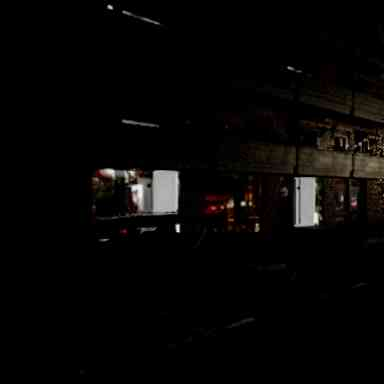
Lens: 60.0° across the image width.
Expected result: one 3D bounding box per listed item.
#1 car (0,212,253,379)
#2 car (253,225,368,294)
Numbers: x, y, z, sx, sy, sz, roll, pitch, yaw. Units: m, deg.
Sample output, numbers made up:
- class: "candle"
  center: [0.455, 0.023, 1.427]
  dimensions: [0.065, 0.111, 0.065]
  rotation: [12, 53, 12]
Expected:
- class: "car"
  center: [-1.633, 1.311, 5.393]
  dimensions: [5.009, 1.841, 2.192]
  rotation: [0, 0, -36]
- class: "car"
  center: [2.954, 1.564, 8.669]
  dimensions: [4.206, 1.307, 1.802]
  rotation: [0, 0, -36]
